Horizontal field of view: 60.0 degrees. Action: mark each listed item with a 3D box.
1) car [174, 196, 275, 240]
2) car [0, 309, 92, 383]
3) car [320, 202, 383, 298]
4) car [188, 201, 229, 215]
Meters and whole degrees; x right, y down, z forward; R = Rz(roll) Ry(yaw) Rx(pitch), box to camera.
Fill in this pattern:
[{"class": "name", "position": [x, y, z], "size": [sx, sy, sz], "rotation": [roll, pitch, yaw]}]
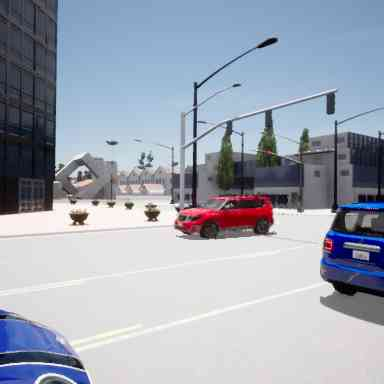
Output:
[{"class": "car", "position": [1.837, 1.252, 17.478], "size": [5.566, 2.045, 2.150], "rotation": [0, 0, -30]}, {"class": "car", "position": [-2.817, 1.352, 1.734], "size": [4.553, 1.767, 2.097], "rotation": [0, 0, -35]}, {"class": "car", "position": [5.232, 1.240, 7.526], "size": [5.566, 2.045, 2.150], "rotation": [0, 0, -35]}, {"class": "car", "position": [1.689, 1.694, 36.226], "size": [1.895, 1.301, 4.718], "rotation": [1, -1, -35]}]
